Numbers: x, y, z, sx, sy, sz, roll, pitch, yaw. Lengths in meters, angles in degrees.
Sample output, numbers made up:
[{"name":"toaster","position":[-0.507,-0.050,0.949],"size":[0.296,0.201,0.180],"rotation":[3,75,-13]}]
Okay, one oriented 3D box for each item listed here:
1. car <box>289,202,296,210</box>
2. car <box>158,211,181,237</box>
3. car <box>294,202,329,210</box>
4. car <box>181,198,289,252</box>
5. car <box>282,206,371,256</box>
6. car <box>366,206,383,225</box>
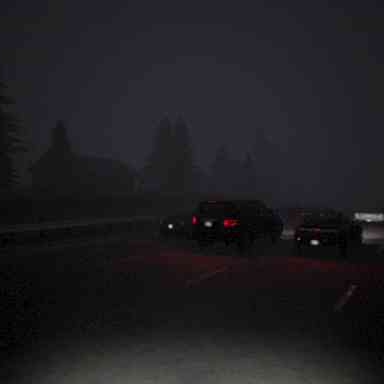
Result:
[{"name":"car","position":[9.129,1.636,30.932],"size":[1.882,1.535,5.008],"rotation":[0,0,35]},{"name":"car","position":[0.100,1.648,17.866],"size":[1.994,1.385,4.181],"rotation":[0,0,35]},{"name":"car","position":[10.076,1.686,26.194],"size":[2.033,1.411,5.357],"rotation":[0,0,35]},{"name":"car","position":[2.151,1.295,14.701],"size":[2.150,2.045,5.566],"rotation":[0,0,35]},{"name":"car","position":[5.685,1.565,13.642],"size":[2.128,1.511,4.902],"rotation":[0,0,35]},{"name":"car","position":[13.861,1.742,25.489],"size":[1.895,1.301,4.718],"rotation":[0,0,35]}]
